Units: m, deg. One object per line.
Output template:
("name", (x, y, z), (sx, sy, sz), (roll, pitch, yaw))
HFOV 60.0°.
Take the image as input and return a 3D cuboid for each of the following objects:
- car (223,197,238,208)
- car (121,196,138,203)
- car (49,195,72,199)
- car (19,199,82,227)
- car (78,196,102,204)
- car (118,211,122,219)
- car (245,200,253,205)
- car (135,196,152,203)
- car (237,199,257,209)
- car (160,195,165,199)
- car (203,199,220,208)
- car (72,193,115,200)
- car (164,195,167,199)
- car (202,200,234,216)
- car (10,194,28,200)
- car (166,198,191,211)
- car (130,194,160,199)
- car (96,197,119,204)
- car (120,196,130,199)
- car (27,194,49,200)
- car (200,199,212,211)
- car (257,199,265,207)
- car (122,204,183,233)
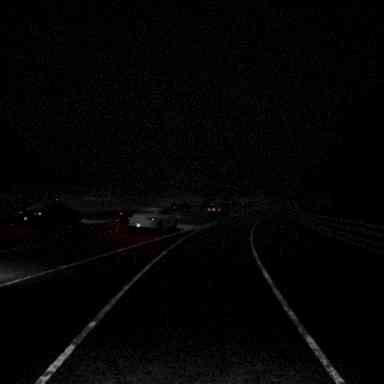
("car", (7.216, 2.052, 64.199), (2.150, 2.045, 5.566), (2, 0, 17))
("car", (-14.457, 1.639, 77.105), (1.837, 1.490, 4.892), (2, 0, 17))
("car", (-16.771, 1.166, 45.750), (2.097, 1.767, 4.553), (2, 0, 17))
("car", (-9.287, 1.434, 22.160), (1.812, 1.442, 4.674), (2, 0, 17))
("car", (-19.047, 1.453, 62.089), (1.895, 1.301, 4.718), (2, 0, 17))
("car", (-4.102, 1.736, 27.178), (1.895, 1.301, 4.718), (2, 0, 17))
("car", (15.976, 2.956, 92.932), (1.812, 1.442, 4.674), (2, -1, 17))
("car", (-10.997, 1.740, 76.454), (1.882, 1.535, 5.008), (2, 0, 17))
("car", (10.536, 2.436, 63.128), (2.128, 1.511, 4.902), (2, 0, 17))
("car", (-7.490, 1.613, 75.934), (2.150, 2.045, 5.566), (2, 0, 17))
("car", (3.846, 2.207, 65.175), (2.128, 1.511, 4.902), (2, 0, 17))
("car", (-13.278, 1.158, 45.198), (2.150, 2.045, 5.566), (2, 0, 17))
("car", (-3.936, 1.993, 75.627), (1.882, 1.535, 5.008), (2, 0, 17))
("car", (3.178, 2.039, 39.035), (2.033, 1.411, 5.357), (2, 0, 17))
("car", (-23.602, 1.080, 47.325), (1.837, 1.490, 4.892), (2, 0, 17))
("car", (-1.672, 1.902, 47.105), (1.812, 1.442, 4.674), (2, 0, 17))
("car", (-8.505, 1.449, 60.667), (2.150, 2.045, 5.566), (2, 0, 17))
("car", (-15.561, 1.578, 61.562), (1.895, 1.301, 4.718), (2, 0, 17))
("car", (-12.171, 1.642, 60.678), (2.033, 1.411, 5.357), (2, 0, 17))
("car", (-20.091, 1.192, 46.855), (2.128, 1.511, 4.902), (2, 0, 17))
("car", (2.715, 1.906, 49.475), (2.097, 1.767, 4.553), (2, 0, 17))
("car", (15.809, 2.845, 80.408), (1.994, 1.385, 4.181), (2, -1, 17))
("car", (-2.337, 1.679, 20.974), (1.812, 1.442, 4.674), (2, 0, 17))
